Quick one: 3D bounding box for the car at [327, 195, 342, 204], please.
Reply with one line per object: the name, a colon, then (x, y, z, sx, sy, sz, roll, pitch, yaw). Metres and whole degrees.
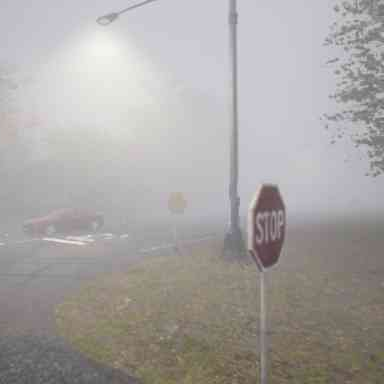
car: (32.485, 1.769, 75.865, 2.150, 2.045, 5.566, -1, -1, 36)

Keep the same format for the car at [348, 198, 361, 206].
car: (30.585, 1.928, 62.564, 2.128, 1.511, 4.902, 0, -1, 31)

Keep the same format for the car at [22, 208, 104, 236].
car: (-7.786, 1.767, 20.513, 1.882, 1.535, 5.008, -1, 0, 36)
